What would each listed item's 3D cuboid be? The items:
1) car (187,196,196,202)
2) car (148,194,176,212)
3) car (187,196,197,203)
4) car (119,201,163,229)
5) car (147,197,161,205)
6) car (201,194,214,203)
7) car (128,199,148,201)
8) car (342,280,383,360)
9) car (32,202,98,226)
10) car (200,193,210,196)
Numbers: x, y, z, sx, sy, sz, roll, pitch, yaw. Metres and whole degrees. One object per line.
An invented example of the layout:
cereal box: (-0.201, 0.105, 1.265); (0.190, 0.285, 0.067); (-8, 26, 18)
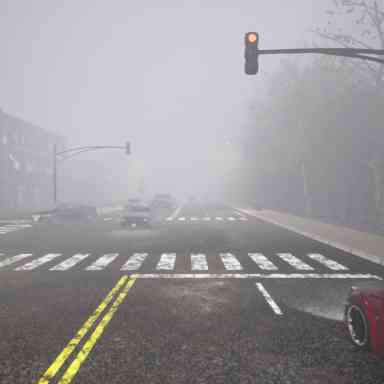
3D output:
car: (-0.114, 1.564, 77.262); (1.895, 1.301, 4.718); (0, 0, 0)
car: (-3.412, 1.210, 38.954); (2.150, 2.045, 5.566); (0, 0, 0)
car: (0.001, 1.452, 66.978); (1.882, 1.535, 5.008); (0, 0, 0)
car: (-3.383, 1.542, 22.027); (2.033, 1.411, 5.357); (0, 0, 0)
car: (-6.666, 1.580, 58.345); (1.895, 1.301, 4.718); (0, 0, 0)
car: (3.248, 1.576, 66.101); (1.895, 1.301, 4.718); (0, 0, 0)
car: (-6.653, 1.513, 38.493); (1.812, 1.442, 4.674); (0, 0, 0)
car: (3.348, 1.563, 3.519); (1.994, 1.385, 4.181); (0, 0, 0)
car: (-8.867, 1.496, 23.602); (2.128, 1.511, 4.902); (0, 0, 29)
car: (3.139, 1.195, 76.284); (2.150, 2.045, 5.566); (0, 0, 0)
